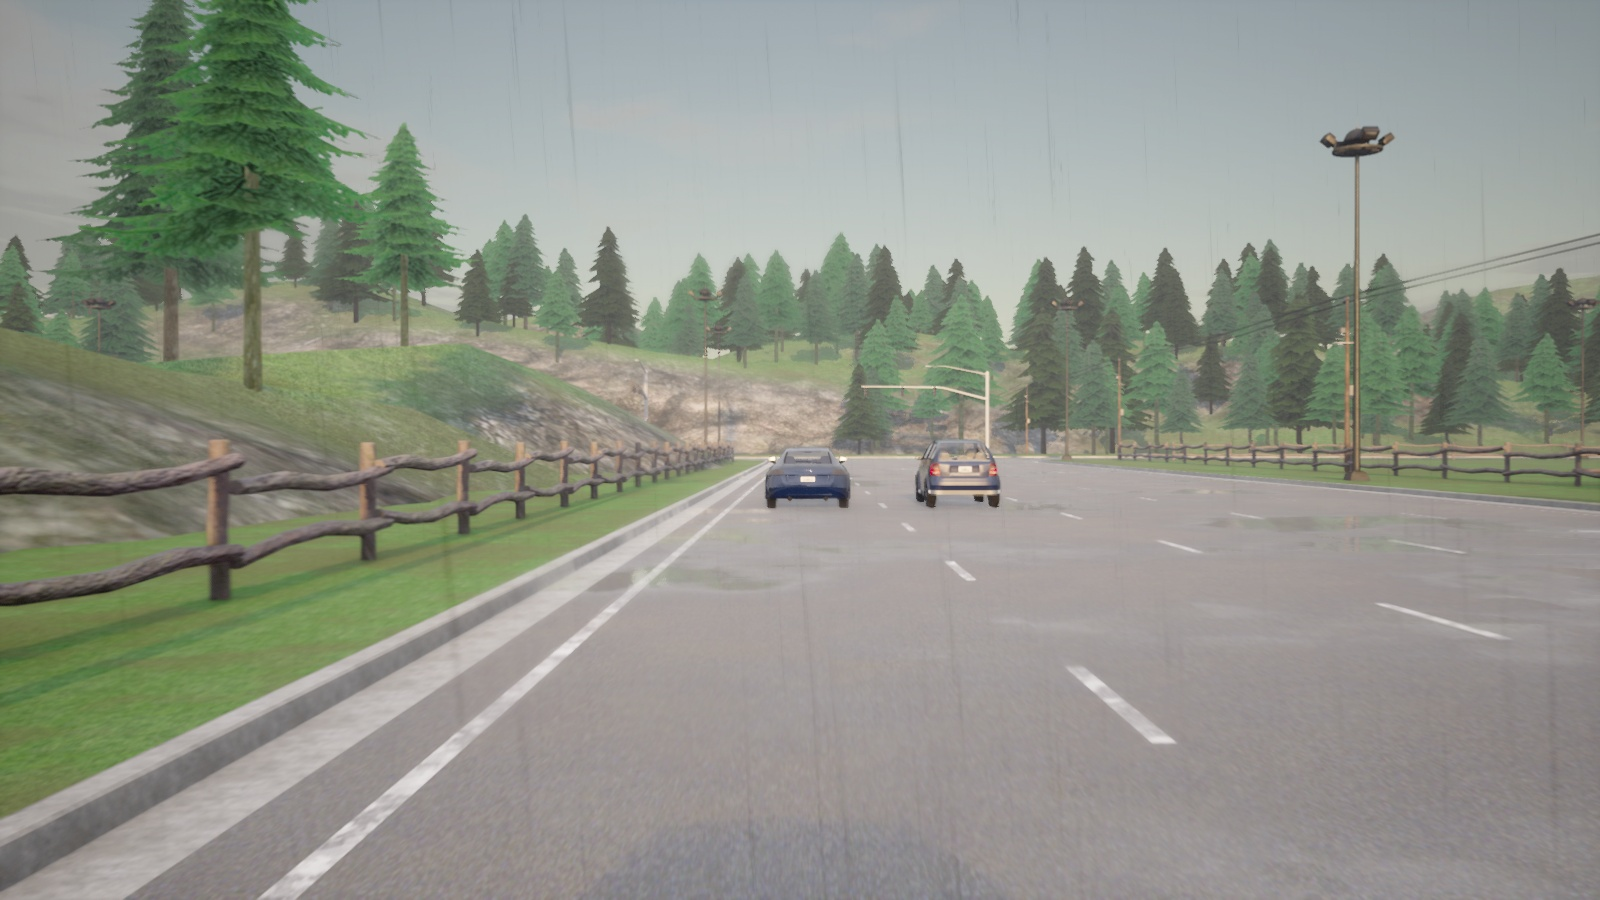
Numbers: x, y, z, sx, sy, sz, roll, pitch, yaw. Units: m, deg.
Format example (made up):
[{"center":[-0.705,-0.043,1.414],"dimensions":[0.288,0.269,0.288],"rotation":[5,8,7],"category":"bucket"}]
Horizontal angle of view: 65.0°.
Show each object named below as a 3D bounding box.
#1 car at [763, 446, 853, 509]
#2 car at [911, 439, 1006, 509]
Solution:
[{"center":[0.185,0.609,30.022],"dimensions":[1.994,1.385,4.181],"rotation":[0,0,0],"category":"car"},{"center":[3.684,0.527,29.704],"dimensions":[1.789,1.549,3.705],"rotation":[0,0,0],"category":"car"}]
